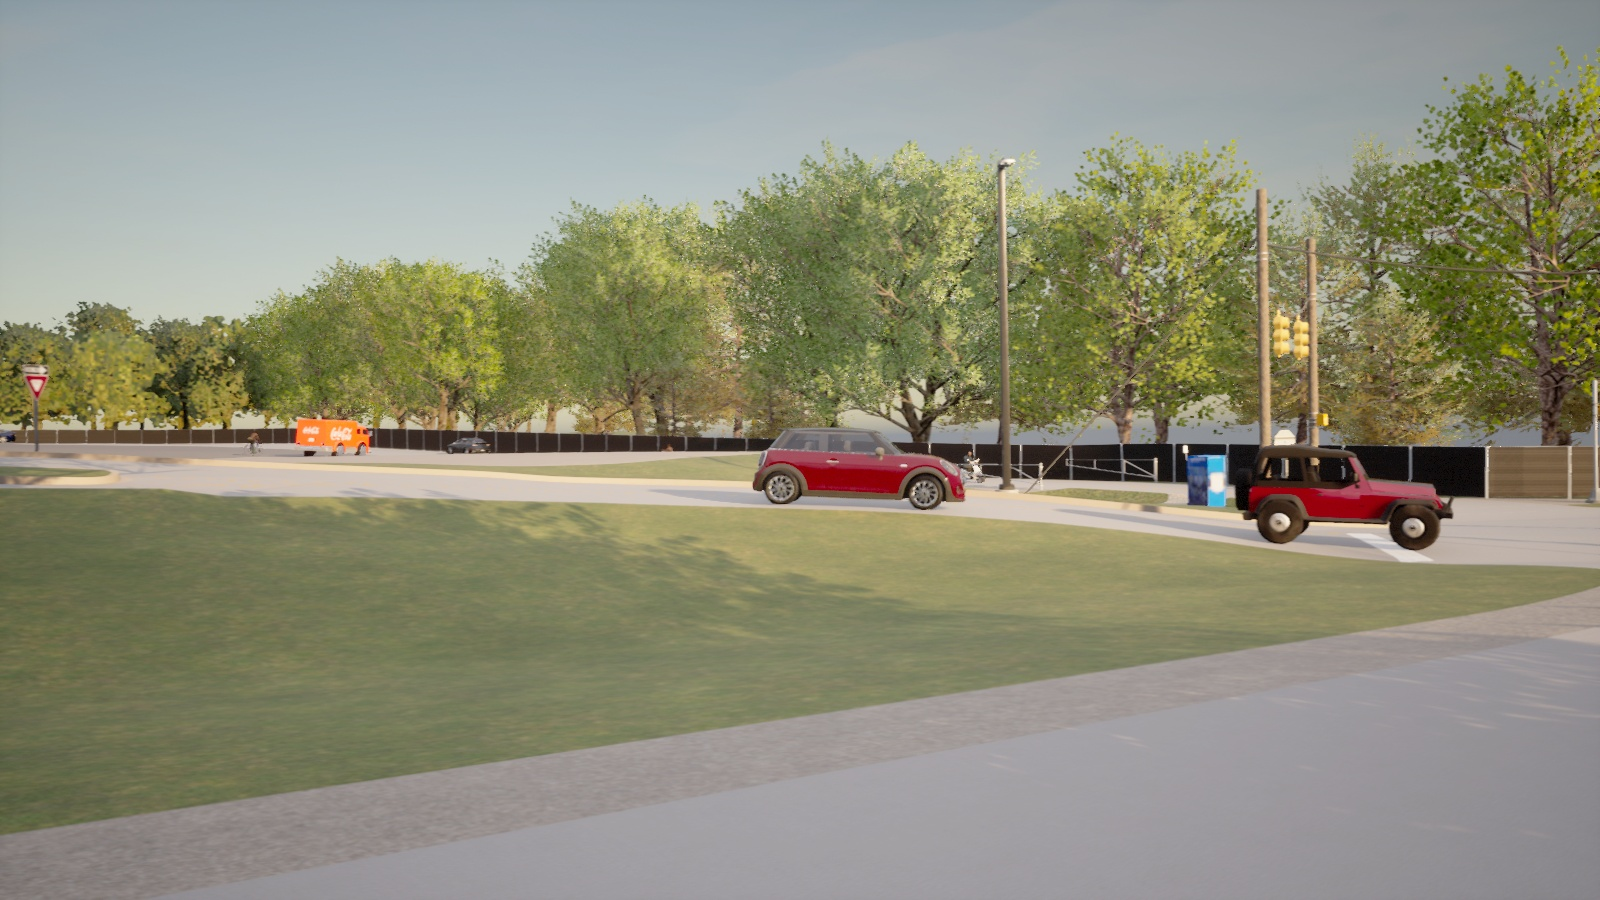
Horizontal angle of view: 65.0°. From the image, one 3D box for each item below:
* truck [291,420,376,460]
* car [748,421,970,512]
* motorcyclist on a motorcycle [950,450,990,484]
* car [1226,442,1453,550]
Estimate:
[{"bbox_3d":[-30.653,-0.600,82.684,2.627,2.467,5.204,2,0,16],"label":"truck"},{"bbox_3d":[1.306,0.314,27.107,4.553,1.767,2.097,1,1,6],"label":"car"},{"bbox_3d":[8.369,0.817,61.840,0.866,1.590,1.817,-2,2,-40],"label":"motorcyclist on a motorcycle"},{"bbox_3d":[10.373,0.807,24.185,3.866,1.878,1.905,1,1,27],"label":"car"}]
